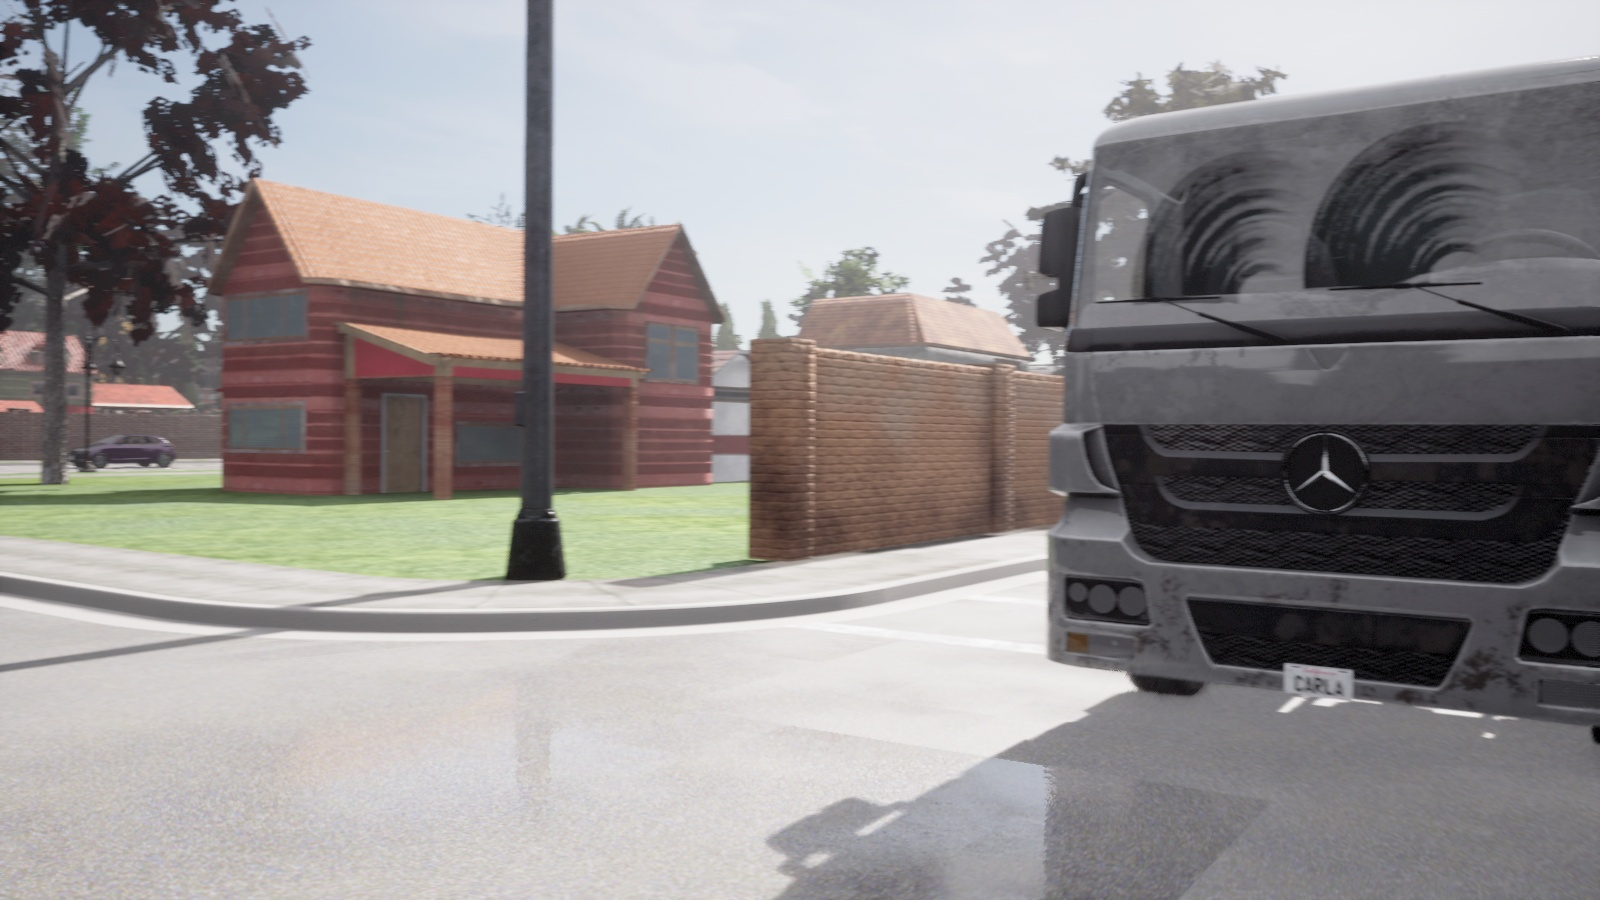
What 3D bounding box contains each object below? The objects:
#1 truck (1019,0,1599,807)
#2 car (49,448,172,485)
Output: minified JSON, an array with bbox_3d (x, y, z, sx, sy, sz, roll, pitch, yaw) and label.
[{"bbox_3d":[4.551,-0.325,9.025,2.891,3.462,7.936,0,1,33],"label":"truck"},{"bbox_3d":[-29.290,0.675,53.450,1.816,1.474,4.193,0,1,32],"label":"car"}]
